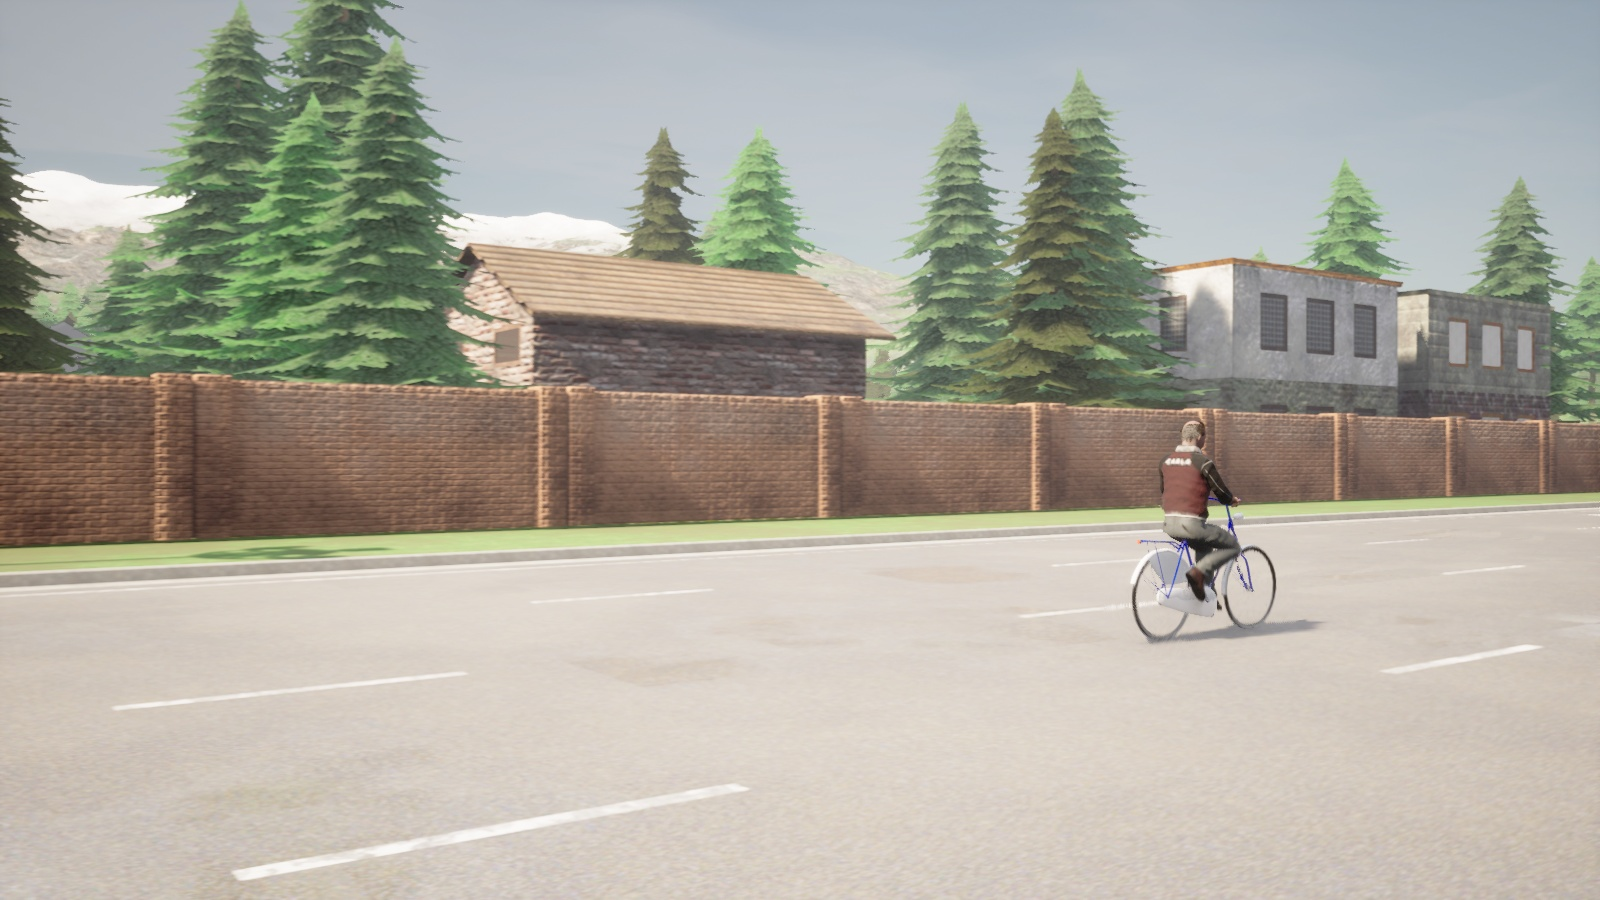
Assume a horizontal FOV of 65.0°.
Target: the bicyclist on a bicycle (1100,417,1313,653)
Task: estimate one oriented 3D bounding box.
[{"bbox_3d":[3.338,0.633,10.247,1.843,1.776,0.659,0,0,-35],"label":"bicyclist on a bicycle"}]
